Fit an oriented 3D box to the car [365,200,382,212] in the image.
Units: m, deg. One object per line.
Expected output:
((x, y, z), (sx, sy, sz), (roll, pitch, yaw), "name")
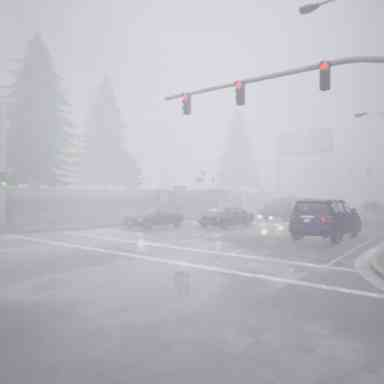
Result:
((24.806, 1.907, 45.752), (1.837, 1.490, 4.892), (0, 0, 38), "car")

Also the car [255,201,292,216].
((9.193, 1.805, 37.283), (2.033, 1.411, 5.357), (0, 0, 38), "car")

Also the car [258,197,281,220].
((8.404, 1.448, 30.528), (2.150, 2.045, 5.566), (0, 0, 38), "car")

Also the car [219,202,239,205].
((3.193, 1.663, 29.503), (1.882, 1.535, 5.008), (0, 0, 38), "car")

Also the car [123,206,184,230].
((-2.433, 1.642, 22.170), (1.812, 1.442, 4.674), (0, 0, 38), "car")

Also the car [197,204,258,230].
((2.386, 1.754, 22.721), (1.895, 1.301, 4.718), (0, 0, 38), "car")

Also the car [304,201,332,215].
((14.713, 1.829, 38.695), (1.812, 1.442, 4.674), (0, 0, 38), "car")

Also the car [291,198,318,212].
((15.240, 1.683, 45.081), (2.097, 1.767, 4.553), (0, 0, 38), "car")

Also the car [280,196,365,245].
((6.869, 1.384, 17.006), (2.150, 2.045, 5.566), (0, 0, 40), "car")
